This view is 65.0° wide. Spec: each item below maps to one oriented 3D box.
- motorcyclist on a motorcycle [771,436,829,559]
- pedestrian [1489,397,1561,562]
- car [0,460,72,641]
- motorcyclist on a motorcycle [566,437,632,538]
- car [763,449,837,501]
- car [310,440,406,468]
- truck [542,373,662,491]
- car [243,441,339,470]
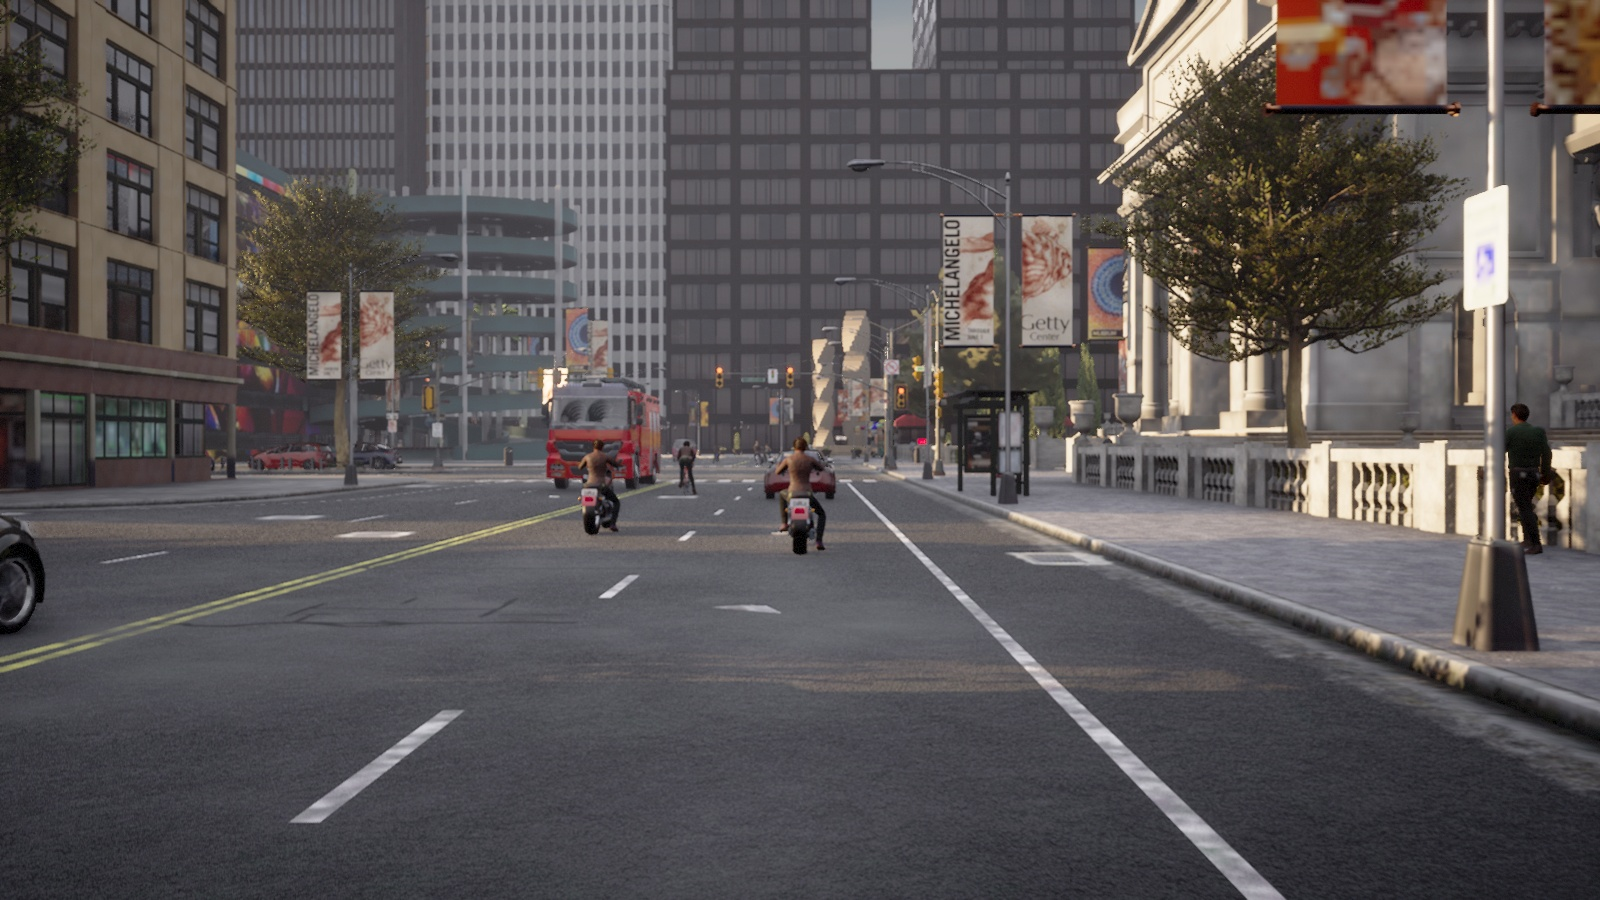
[{"bbox_3d":[0.010,0.632,17.983,0.766,1.649,2.350,0,0,0],"label":"motorcyclist on a motorcycle"},{"bbox_3d":[8.795,0.347,15.250,0.423,1.949,0.788,0,0,1],"label":"pedestrian"},{"bbox_3d":[-7.185,0.784,8.559,1.994,1.385,4.181,0,0,0],"label":"car"},{"bbox_3d":[-3.460,0.616,21.810,0.766,1.649,2.350,0,0,0],"label":"motorcyclist on a motorcycle"},{"bbox_3d":[0.027,0.681,35.935,1.994,1.385,4.181,0,0,0],"label":"car"},{"bbox_3d":[-26.635,0.233,75.837,5.027,1.651,2.152,0,0,0],"label":"car"},{"bbox_3d":[-6.901,-0.596,45.130,2.891,3.827,8.468,0,0,0],"label":"truck"},{"bbox_3d":[-29.303,0.309,72.347,4.611,1.667,2.242,0,0,0],"label":"car"}]
